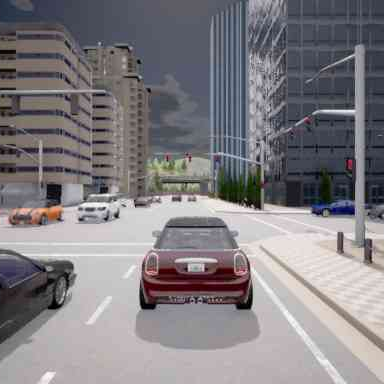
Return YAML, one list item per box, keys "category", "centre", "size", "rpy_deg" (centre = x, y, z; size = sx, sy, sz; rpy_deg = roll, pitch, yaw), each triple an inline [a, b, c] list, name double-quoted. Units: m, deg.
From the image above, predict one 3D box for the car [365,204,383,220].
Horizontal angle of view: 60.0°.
- category: "car"
  centre: [16.279, 1.436, 26.362]
  size: [4.902, 1.511, 2.128]
  rpy_deg: [0, 0, 0]

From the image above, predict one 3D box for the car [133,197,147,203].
- category: "car"
  centre: [-10.513, 1.601, 67.490]
  size: [1.895, 1.301, 4.718]
  rpy_deg: [0, 0, 0]

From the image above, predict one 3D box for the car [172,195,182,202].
- category: "car"
  centre: [-3.504, 1.470, 74.743]
  size: [1.882, 1.535, 5.008]
  rpy_deg: [0, 0, 0]

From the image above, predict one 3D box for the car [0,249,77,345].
- category: "car"
  centre: [-3.434, 1.547, 4.790]
  size: [2.033, 1.411, 5.357]
  rpy_deg: [0, 0, 0]

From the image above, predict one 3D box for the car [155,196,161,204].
- category: "car"
  centre: [-7.046, 1.491, 64.460]
  size: [2.128, 1.511, 4.902]
  rpy_deg: [0, 0, 1]

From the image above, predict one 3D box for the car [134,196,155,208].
- category: "car"
  centre: [-7.101, 1.546, 47.994]
  size: [2.033, 1.411, 5.357]
  rpy_deg: [0, 0, 0]

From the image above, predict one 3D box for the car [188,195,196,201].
- category: "car"
  centre: [-0.004, 1.493, 84.353]
  size: [1.812, 1.442, 4.674]
  rpy_deg: [0, 0, 0]

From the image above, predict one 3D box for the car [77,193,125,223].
- category: "car"
  centre: [-7.103, 1.191, 25.935]
  size: [2.150, 2.045, 5.566]
  rpy_deg: [0, 0, 0]

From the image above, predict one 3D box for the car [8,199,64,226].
- category: "car"
  centre: [-10.603, 1.330, 22.946]
  size: [2.097, 1.767, 4.553]
  rpy_deg: [0, 0, 0]

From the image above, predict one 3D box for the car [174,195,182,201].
- category: "car"
  centre: [-3.504, 1.509, 84.353]
  size: [2.033, 1.411, 5.357]
  rpy_deg: [0, 0, 0]

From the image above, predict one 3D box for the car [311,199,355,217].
- category: "car"
  centre: [13.292, 1.422, 29.885]
  size: [5.008, 1.535, 1.882]
  rpy_deg: [0, 0, 1]

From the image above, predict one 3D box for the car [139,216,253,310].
- category: "car"
  centre: [0.082, 1.352, 7.988]
  size: [2.097, 1.767, 4.553]
  rpy_deg: [0, 0, 0]

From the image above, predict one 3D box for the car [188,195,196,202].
- category: "car"
  centre: [-0.004, 1.547, 75.859]
  size: [1.994, 1.385, 4.181]
  rpy_deg: [0, 0, 0]
